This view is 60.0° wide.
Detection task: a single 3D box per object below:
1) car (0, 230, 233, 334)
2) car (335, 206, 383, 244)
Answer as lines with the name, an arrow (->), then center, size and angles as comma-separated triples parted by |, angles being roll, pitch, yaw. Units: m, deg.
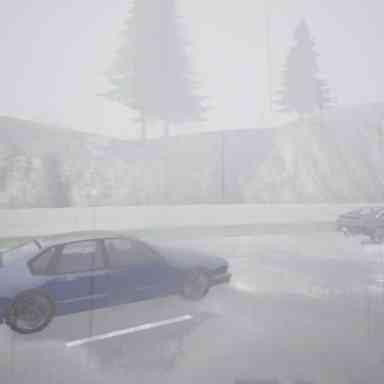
car -> -1.790, 1.483, 6.546 | 5.357, 1.411, 2.033 | 0, 0, -31
car -> 8.975, 1.418, 15.214 | 4.902, 1.511, 2.128 | 0, 0, -17
